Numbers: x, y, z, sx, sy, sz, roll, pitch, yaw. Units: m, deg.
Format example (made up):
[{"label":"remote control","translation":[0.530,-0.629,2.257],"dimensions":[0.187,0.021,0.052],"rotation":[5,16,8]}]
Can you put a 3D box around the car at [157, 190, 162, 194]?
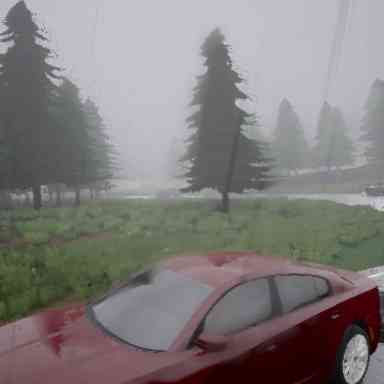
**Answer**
[{"label":"car","translation":[-3.166,0.197,48.606],"dimensions":[1.837,1.490,4.892],"rotation":[-7,3,-44]}]

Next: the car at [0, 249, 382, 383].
[{"label":"car","translation":[0.162,1.484,3.720],"dimensions":[5.008,1.535,1.882],"rotation":[0,0,-35]}]

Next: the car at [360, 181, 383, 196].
[{"label":"car","translation":[16.780,-0.229,28.881],"dimensions":[1.837,1.490,4.892],"rotation":[-3,3,-11]}]
